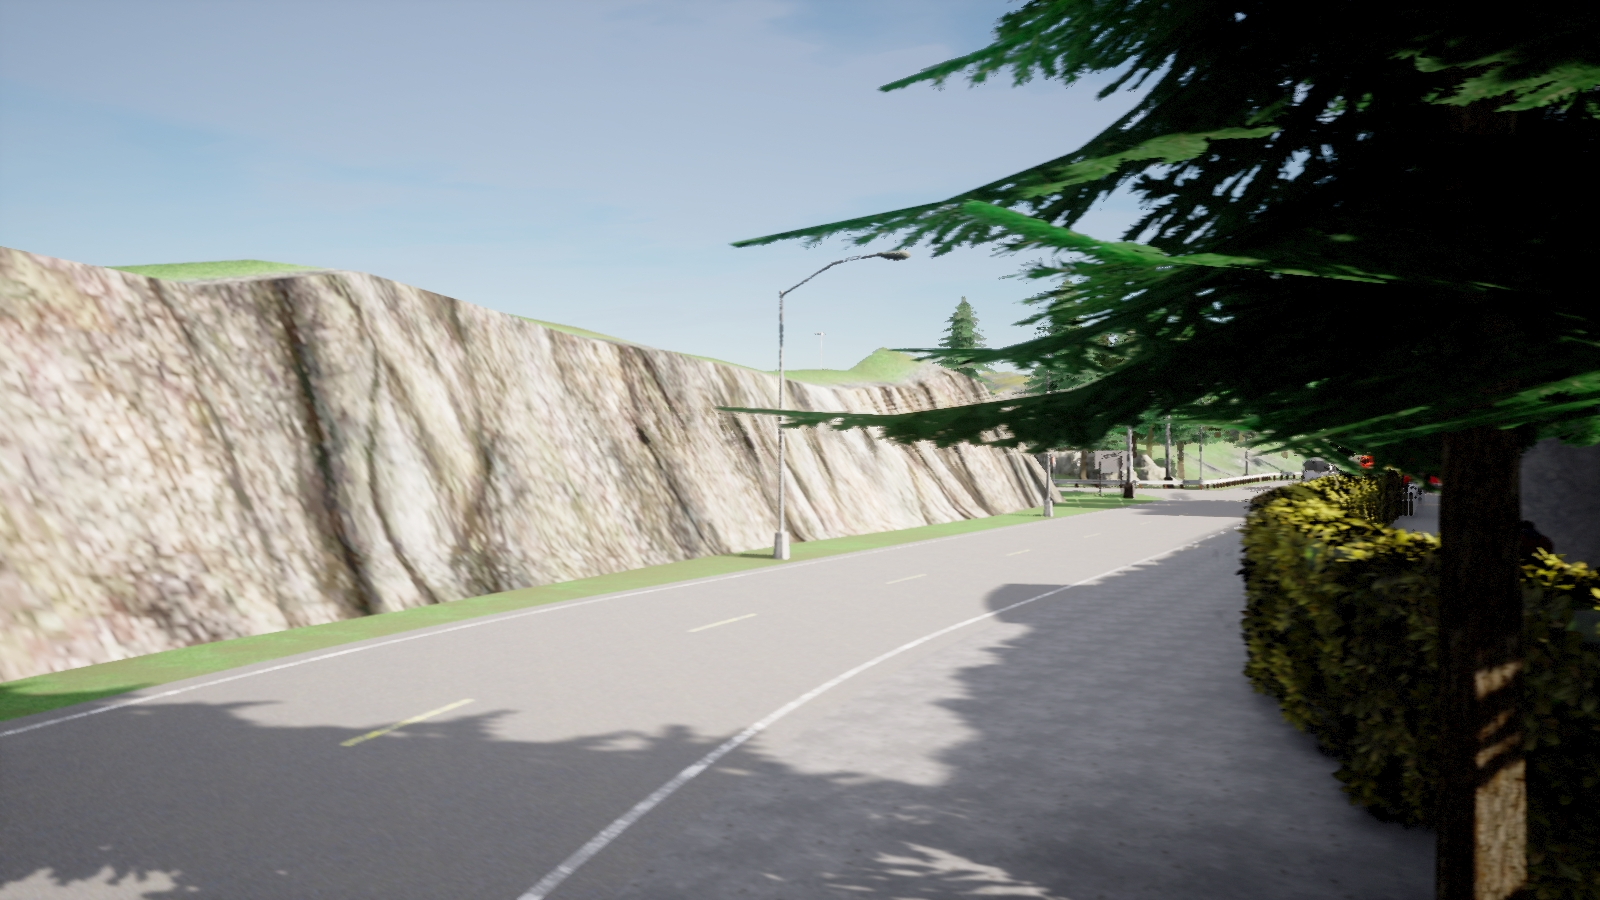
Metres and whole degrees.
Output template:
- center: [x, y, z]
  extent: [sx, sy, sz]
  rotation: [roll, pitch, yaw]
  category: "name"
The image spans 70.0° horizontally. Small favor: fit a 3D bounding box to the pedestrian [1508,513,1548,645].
- center: [10.499, 1.851, 16.485]
  extent: [0.375, 1.860, 0.375]
  rotation: [0, 0, 13]
  category: "pedestrian"
